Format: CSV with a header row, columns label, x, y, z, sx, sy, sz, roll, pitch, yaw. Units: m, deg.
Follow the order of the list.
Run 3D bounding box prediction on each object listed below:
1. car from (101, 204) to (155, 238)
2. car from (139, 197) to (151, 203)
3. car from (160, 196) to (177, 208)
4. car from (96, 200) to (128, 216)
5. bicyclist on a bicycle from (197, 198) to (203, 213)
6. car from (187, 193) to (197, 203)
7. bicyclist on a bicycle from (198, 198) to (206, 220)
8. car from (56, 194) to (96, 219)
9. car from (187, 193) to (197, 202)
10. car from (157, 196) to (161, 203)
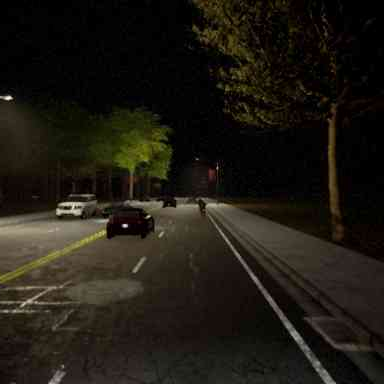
label,x,y,z,sx,sy,sz,roll,pitch,yaw
car,-3.152,1.560,17.673,1.994,1.385,4.181,0,0,0
car,-9.758,1.587,68.756,1.895,1.301,4.718,0,0,0
car,-3.157,1.535,48.579,1.812,1.442,4.674,0,0,0
car,-6.600,1.546,29.767,2.033,1.411,5.357,0,0,0
bicyclist on a bicycle,0.889,1.455,35.846,0.582,1.620,1.656,0,0,0
car,-0.003,1.569,69.684,2.033,1.411,5.357,0,0,0
bicyclist on a bicycle,0.890,1.451,26.719,0.582,1.620,1.656,0,0,0
car,-9.850,1.218,29.000,2.150,2.045,5.566,0,0,0
car,-0.009,1.266,80.999,2.150,2.045,5.566,0,0,0
car,-6.508,1.586,71.395,1.895,1.301,4.718,0,0,0
